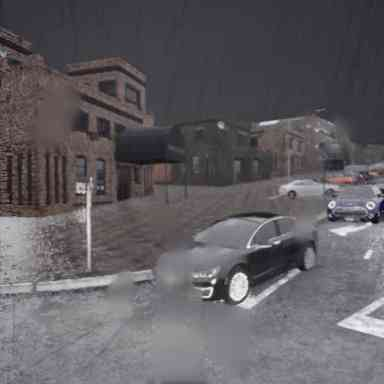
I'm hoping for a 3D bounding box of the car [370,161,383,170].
[{"bbox_3d":[43.468,-6.061,74.655,5.566,2.045,2.435,-3,4,16],"label":"car"}]

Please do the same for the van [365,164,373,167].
[{"bbox_3d":[19.490,-2.241,41.471,4.442,1.987,1.878,-3,4,16],"label":"van"}]

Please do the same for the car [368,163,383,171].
[{"bbox_3d":[40.071,-5.318,69.940,5.008,1.535,2.097,-3,3,16],"label":"car"}]

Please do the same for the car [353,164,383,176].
[{"bbox_3d":[29.819,-3.701,55.716,4.892,1.521,2.231,-3,4,16],"label":"car"}]

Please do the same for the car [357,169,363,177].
[{"bbox_3d":[14.501,-1.148,34.282,4.792,1.488,2.163,-3,4,16],"label":"car"}]

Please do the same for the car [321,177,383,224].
[{"bbox_3d":[8.147,0.419,16.346,2.097,1.767,4.553,0,5,35],"label":"car"}]

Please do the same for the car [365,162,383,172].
[{"bbox_3d":[36.666,-4.927,65.181,4.553,1.767,2.185,-3,4,16],"label":"car"}]

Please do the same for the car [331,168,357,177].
[{"bbox_3d":[12.852,-1.024,31.856,4.553,1.767,2.185,-3,4,15],"label":"car"}]

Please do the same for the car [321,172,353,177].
[{"bbox_3d":[11.169,-0.589,29.474,4.792,1.488,2.163,-3,4,15],"label":"car"}]

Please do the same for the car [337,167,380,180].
[{"bbox_3d":[23.004,-2.582,46.222,5.008,1.535,2.097,-3,4,16],"label":"car"}]

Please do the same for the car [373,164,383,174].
[{"bbox_3d":[21.493,-2.314,43.787,5.366,1.575,1.946,-3,4,16],"label":"car"}]

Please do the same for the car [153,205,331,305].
[{"bbox_3d":[1.287,1.299,7.923,4.892,1.490,1.837,-4,3,-45],"label":"car"}]

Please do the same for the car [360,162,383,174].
[{"bbox_3d":[33.246,-4.385,60.445,4.553,1.767,2.185,-3,4,16],"label":"car"}]

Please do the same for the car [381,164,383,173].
[{"bbox_3d":[24.739,-2.834,48.590,4.792,1.488,2.163,-3,4,16],"label":"car"}]

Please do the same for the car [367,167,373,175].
[{"bbox_3d":[17.918,-1.742,39.071,5.008,1.535,2.097,-3,4,16],"label":"car"}]

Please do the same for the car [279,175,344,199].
[{"bbox_3d":[9.446,-0.295,27.082,4.674,1.452,2.002,-3,4,15],"label":"car"}]

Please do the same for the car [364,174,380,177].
[{"bbox_3d":[14.271,-0.361,24.915,1.994,1.385,4.181,0,6,37],"label":"car"}]

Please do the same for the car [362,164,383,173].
[{"bbox_3d":[34.938,-4.494,62.845,4.674,1.452,2.002,-3,4,16],"label":"car"}]

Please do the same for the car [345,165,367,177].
[{"bbox_3d":[16.245,-1.586,36.650,4.553,1.767,2.185,-3,4,16],"label":"car"}]
